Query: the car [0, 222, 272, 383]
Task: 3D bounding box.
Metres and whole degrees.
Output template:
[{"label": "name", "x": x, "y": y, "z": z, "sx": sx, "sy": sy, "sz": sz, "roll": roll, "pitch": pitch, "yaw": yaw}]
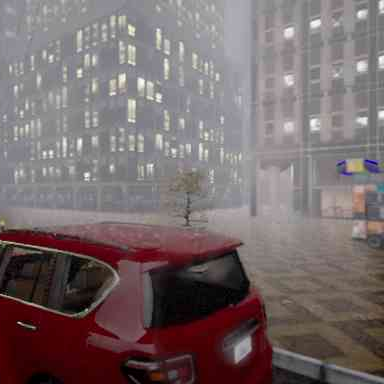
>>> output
[{"label": "car", "x": -1.549, "y": 1.295, "z": 3.985, "sx": 5.009, "sy": 1.841, "sz": 2.192, "roll": 0, "pitch": 0, "yaw": 36}]
